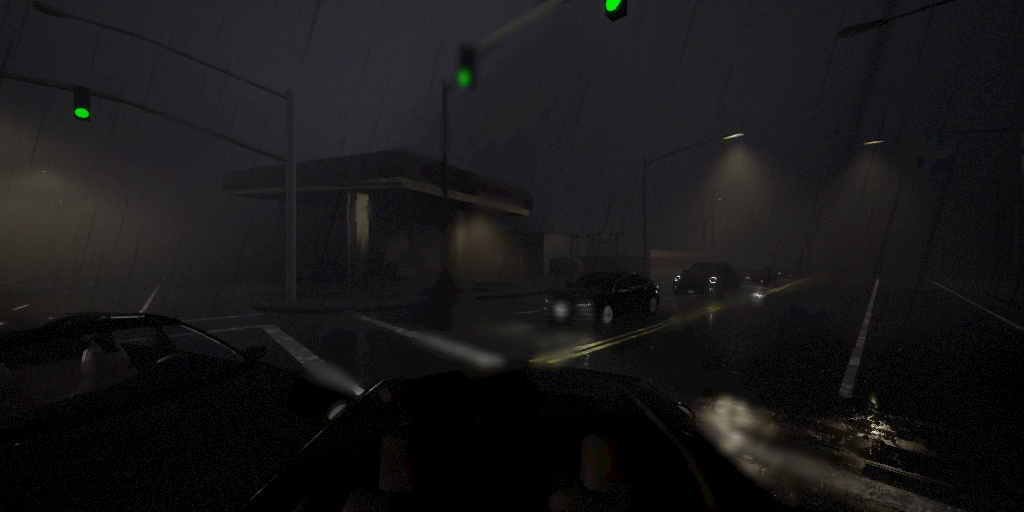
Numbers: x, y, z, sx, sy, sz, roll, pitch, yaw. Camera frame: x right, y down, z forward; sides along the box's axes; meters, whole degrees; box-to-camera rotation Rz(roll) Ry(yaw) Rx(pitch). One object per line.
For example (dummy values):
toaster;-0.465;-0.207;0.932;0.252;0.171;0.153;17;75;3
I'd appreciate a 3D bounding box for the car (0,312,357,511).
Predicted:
car;-3.375;1.242;2.708;4.902;1.511;2.128;0;0;16

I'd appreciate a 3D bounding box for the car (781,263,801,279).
car;24.343;1.314;32.057;4.181;1.385;1.994;0;0;-44

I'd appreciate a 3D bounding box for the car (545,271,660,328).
car;3.083;1.255;11.615;4.892;1.490;1.837;0;0;-44

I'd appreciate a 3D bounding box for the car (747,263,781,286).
car;17.087;1.314;25.129;4.181;1.385;1.994;0;0;-45

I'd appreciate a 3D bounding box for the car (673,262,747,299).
car;10.041;1.102;18.340;4.553;1.767;2.097;0;0;-44
